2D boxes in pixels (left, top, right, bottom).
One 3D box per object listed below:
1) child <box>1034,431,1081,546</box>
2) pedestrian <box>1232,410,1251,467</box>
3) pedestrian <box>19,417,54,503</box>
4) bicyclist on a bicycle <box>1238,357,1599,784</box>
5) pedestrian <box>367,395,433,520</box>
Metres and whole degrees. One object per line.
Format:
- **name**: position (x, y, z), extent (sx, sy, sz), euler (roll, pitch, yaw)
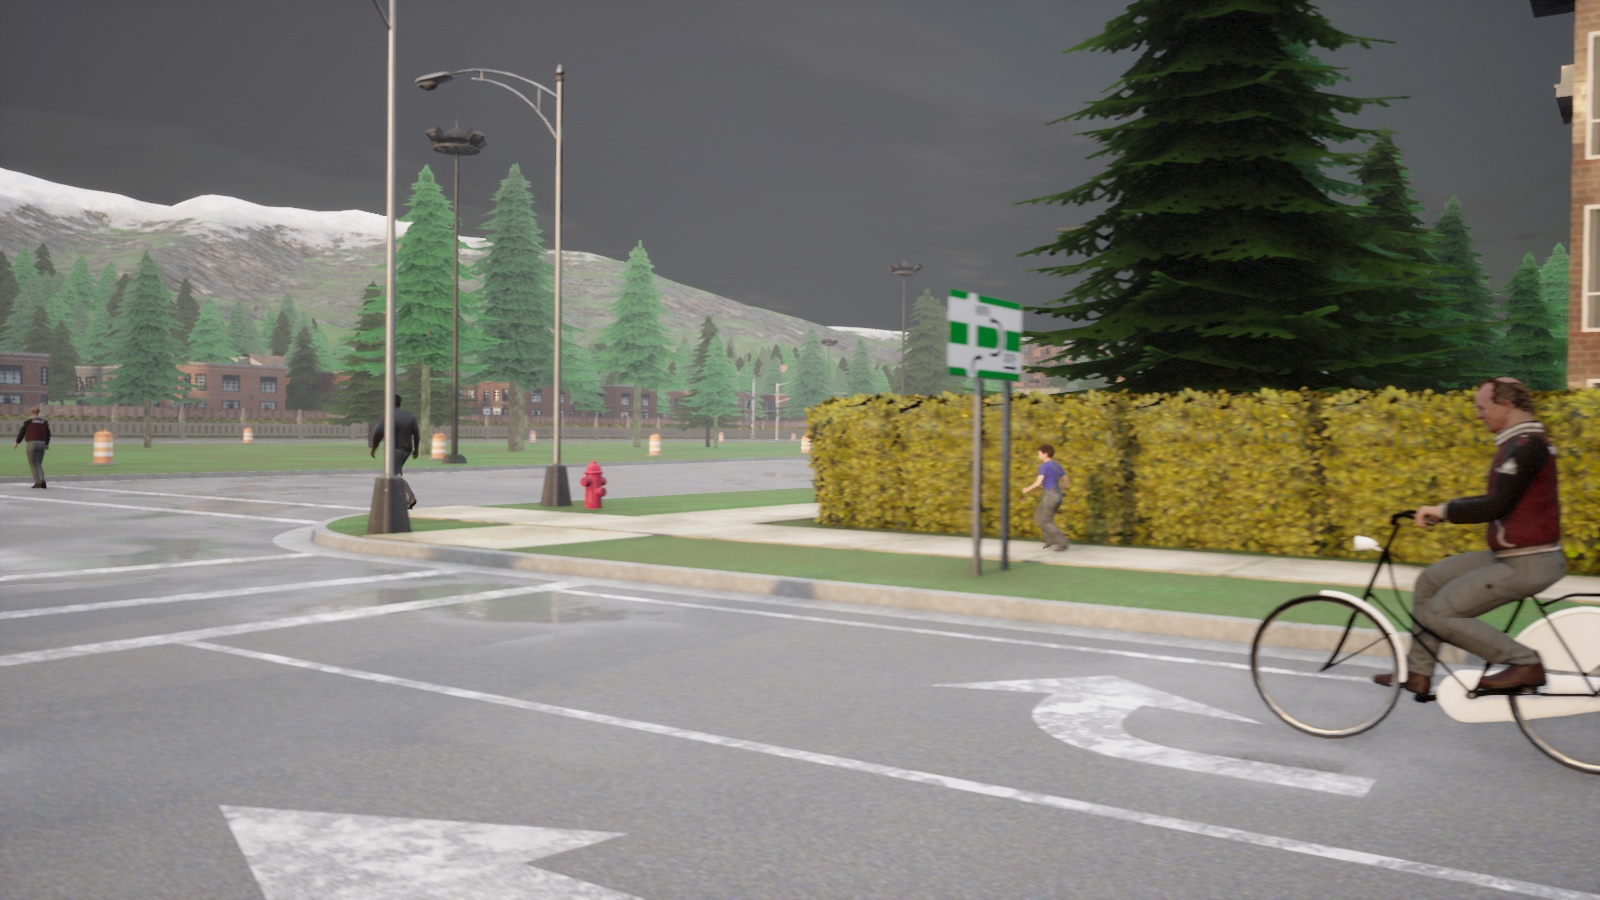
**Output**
- **child**: position (2.855, 0.417, 13.941), extent (0.437, 1.263, 0.270), euler (0, 1, 34)
- **pedestrian**: position (15.199, -0.404, 43.224), extent (0.423, 1.949, 0.788), euler (0, 1, 34)
- **pedestrian**: position (-16.632, 0.210, 27.362), extent (0.720, 1.854, 0.376), euler (0, 1, 36)
- **bicyclist on a bicycle**: position (3.052, 0.494, 5.794), extent (1.843, 1.776, 0.659), euler (0, 1, 34)
- **pedestrian**: position (-6.195, 0.107, 19.429), extent (0.849, 1.883, 0.563), euler (0, 1, 37)
